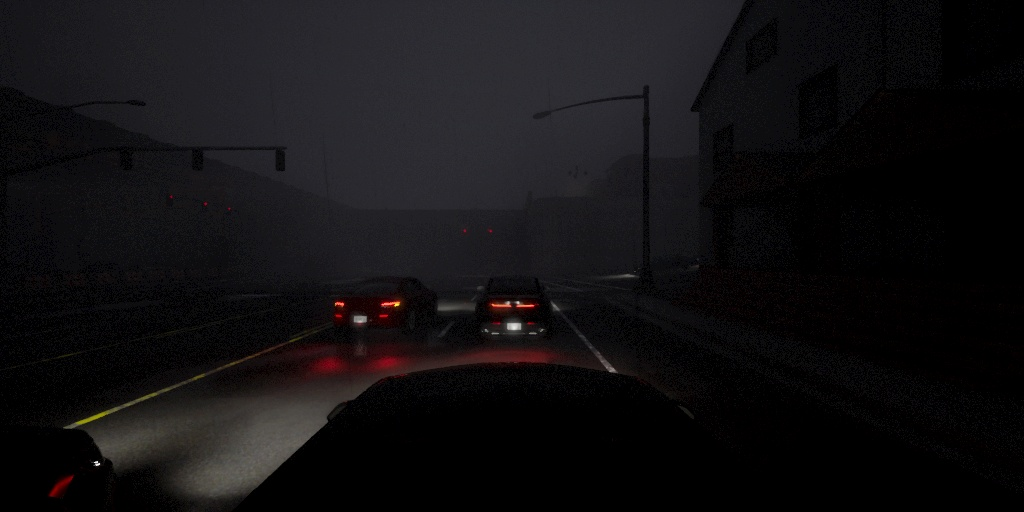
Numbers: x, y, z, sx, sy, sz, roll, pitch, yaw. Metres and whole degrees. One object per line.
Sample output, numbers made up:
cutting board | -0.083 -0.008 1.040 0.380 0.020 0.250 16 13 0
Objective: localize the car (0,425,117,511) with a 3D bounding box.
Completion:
car | -3.401 1.255 0.187 1.837 1.490 4.892 0 0 0

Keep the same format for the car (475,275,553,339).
car | 0.042 1.255 10.055 1.837 1.490 4.892 0 0 0

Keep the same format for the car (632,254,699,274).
car | 13.025 0.603 30.447 5.357 1.411 2.033 -7 0 -1

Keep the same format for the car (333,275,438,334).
car | -3.454 1.276 10.470 1.812 1.442 4.674 0 0 0
